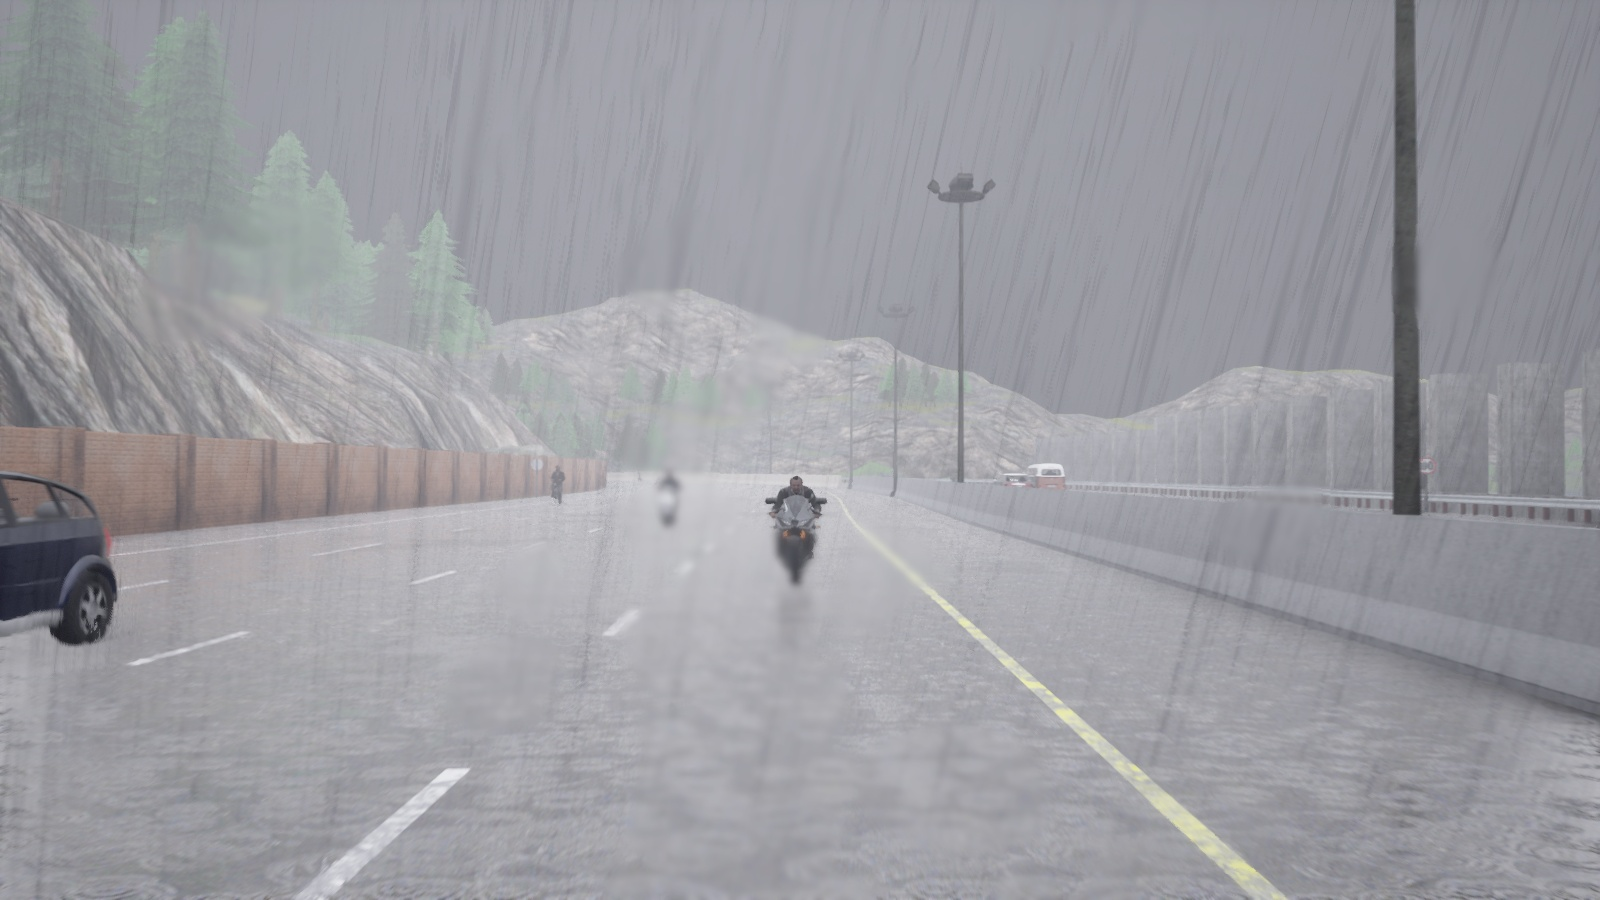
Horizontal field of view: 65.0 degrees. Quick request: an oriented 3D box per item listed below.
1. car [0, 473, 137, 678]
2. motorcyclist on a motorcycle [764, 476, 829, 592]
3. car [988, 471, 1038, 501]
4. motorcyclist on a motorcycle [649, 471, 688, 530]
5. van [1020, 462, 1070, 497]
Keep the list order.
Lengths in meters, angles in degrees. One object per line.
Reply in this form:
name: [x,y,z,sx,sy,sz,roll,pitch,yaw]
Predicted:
car: [-7.026,0.979,9.776,1.789,1.549,3.705,0,0,0]
motorcyclist on a motorcycle: [-0.046,1.150,17.913,0.866,1.530,2.191,0,-1,0]
car: [10.907,1.815,64.425,1.970,1.475,3.806,0,-1,1]
motorcyclist on a motorcycle: [-3.586,1.358,34.405,0.866,1.590,1.817,0,-1,0]
van: [14.511,1.730,74.614,2.069,2.038,4.480,0,-1,0]
